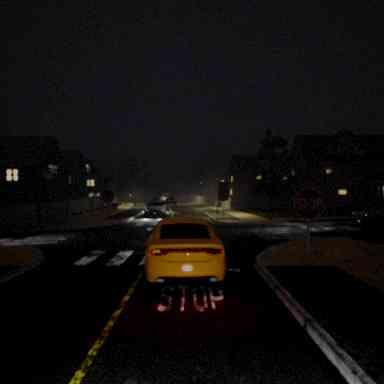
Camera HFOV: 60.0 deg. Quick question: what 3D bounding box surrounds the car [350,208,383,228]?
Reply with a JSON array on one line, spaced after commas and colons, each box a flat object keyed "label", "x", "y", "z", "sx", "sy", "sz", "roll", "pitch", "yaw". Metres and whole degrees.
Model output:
[{"label": "car", "x": 11.537, "y": 1.265, "z": 18.605, "sx": 4.718, "sy": 1.301, "sz": 1.895, "roll": -1, "pitch": 0, "yaw": 0}]

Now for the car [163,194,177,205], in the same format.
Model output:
[{"label": "car", "x": -3.911, "y": 1.658, "z": 61.243, "sx": 1.837, "sy": 1.490, "sz": 4.892, "roll": 0, "pitch": 0, "yaw": -10}]

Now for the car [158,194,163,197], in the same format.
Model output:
[{"label": "car", "x": -6.757, "y": 1.659, "z": 61.172, "sx": 1.837, "sy": 1.490, "sz": 4.892, "roll": 0, "pitch": -1, "yaw": -9}]

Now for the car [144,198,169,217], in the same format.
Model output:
[{"label": "car", "x": -3.327, "y": 1.548, "z": 30.799, "sx": 1.812, "sy": 1.442, "sz": 4.674, "roll": 0, "pitch": 0, "yaw": -3}]

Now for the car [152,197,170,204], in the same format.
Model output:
[{"label": "car", "x": -4.179, "y": 1.625, "z": 41.935, "sx": 1.994, "sy": 1.385, "sz": 4.181, "roll": 0, "pitch": 0, "yaw": -6}]

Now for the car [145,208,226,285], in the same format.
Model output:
[{"label": "car", "x": -0.286, "y": 1.458, "z": 9.539, "sx": 1.882, "sy": 1.535, "sz": 5.008, "roll": 0, "pitch": 0, "yaw": -4}]
